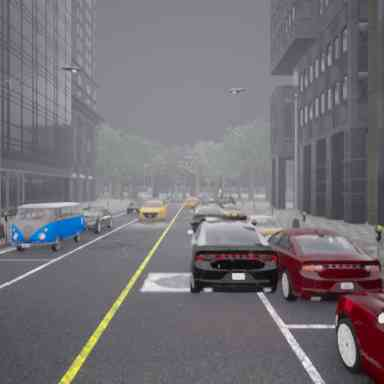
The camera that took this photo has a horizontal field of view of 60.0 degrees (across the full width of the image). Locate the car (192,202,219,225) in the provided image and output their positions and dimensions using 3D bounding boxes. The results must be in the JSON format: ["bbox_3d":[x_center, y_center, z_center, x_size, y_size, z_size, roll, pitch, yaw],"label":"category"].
[{"bbox_3d":[0.929,1.518,24.871,1.812,1.442,4.674,0,0,0],"label":"car"}]

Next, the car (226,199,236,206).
[{"bbox_3d":[2.790,1.517,24.647,1.752,1.417,4.829,0,0,0],"label":"car"}]

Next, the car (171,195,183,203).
[{"bbox_3d":[-2.922,1.345,65.752,2.097,1.767,4.553,0,0,0],"label":"car"}]

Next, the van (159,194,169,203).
[{"bbox_3d":[-5.684,1.335,67.989,1.690,1.788,3.998,0,0,0],"label":"van"}]

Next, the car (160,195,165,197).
[{"bbox_3d":[-5.703,1.556,51.676,1.947,1.339,4.313,0,0,0],"label":"car"}]

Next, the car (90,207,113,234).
[{"bbox_3d":[-5.742,1.544,19.051,2.008,1.369,4.403,0,0,0],"label":"car"}]

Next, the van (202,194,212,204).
[{"bbox_3d":[2.835,1.333,62.541,1.690,1.788,3.998,0,0,0],"label":"van"}]

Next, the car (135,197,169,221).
[{"bbox_3d":[-3.071,1.469,26.916,1.882,1.535,5.008,0,0,0],"label":"car"}]

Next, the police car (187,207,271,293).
[{"bbox_3d":[0.899,1.422,8.981,1.930,1.638,5.238,0,0,0],"label":"police car"}]

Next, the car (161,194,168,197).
[{"bbox_3d":[-5.697,1.517,56.944,1.752,1.417,4.829,0,0,0],"label":"car"}]

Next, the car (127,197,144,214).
[{"bbox_3d":[-5.723,1.556,35.363,1.947,1.339,4.313,0,0,0],"label":"car"}]

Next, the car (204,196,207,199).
[{"bbox_3d":[2.809,1.515,40.960,1.752,1.417,4.829,0,0,0],"label":"car"}]

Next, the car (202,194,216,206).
[{"bbox_3d":[2.828,1.306,57.103,2.192,1.841,5.009,0,0,0],"label":"car"}]

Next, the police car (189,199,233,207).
[{"bbox_3d":[0.921,1.418,18.982,1.930,1.638,5.238,0,0,0],"label":"police car"}]

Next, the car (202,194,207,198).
[{"bbox_3d":[2.822,1.430,51.665,1.967,1.590,4.097,0,0,0],"label":"car"}]

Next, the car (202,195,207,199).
[{"bbox_3d":[2.816,1.534,46.228,1.887,1.381,4.507,0,0,0],"label":"car"}]

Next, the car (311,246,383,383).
[{"bbox_3d":[2.764,1.543,2.727,1.887,1.381,4.507,0,0,0],"label":"car"}]

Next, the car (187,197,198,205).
[{"bbox_3d":[0.072,1.556,60.656,1.994,1.385,4.181,0,0,0],"label":"car"}]

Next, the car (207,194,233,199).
[{"bbox_3d":[2.796,1.306,29.915,2.192,1.841,5.009,0,0,0],"label":"car"}]

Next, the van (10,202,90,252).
[{"bbox_3d":[-5.749,1.336,13.613,1.690,1.788,3.998,0,0,0],"label":"van"}]

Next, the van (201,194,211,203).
[{"bbox_3d":[2.841,1.335,67.978,1.690,1.788,3.998,0,0,0],"label":"van"}]

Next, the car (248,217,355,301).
[{"bbox_3d":[2.770,1.541,8.165,1.887,1.381,4.507,0,0,0],"label":"car"}]

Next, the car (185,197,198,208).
[{"bbox_3d":[0.066,1.468,46.737,1.882,1.535,5.008,0,0,1],"label":"car"}]
